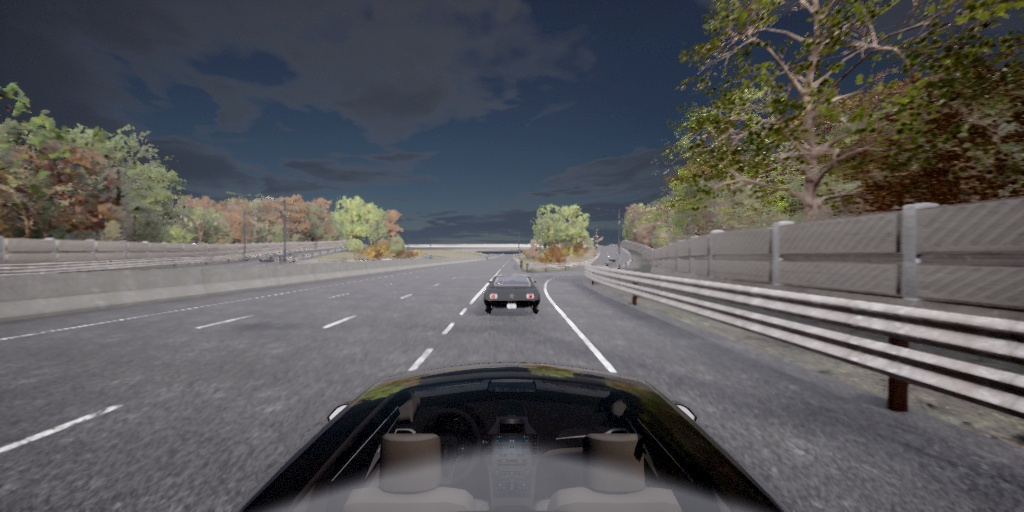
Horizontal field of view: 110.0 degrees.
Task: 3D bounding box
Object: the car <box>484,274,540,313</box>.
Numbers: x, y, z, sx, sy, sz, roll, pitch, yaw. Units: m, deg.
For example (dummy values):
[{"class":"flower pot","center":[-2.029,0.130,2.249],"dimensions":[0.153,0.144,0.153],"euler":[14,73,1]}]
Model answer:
[{"class":"car","center":[0.020,1.359,14.020],"dimensions":[1.895,1.301,4.718],"euler":[0,0,1]}]
